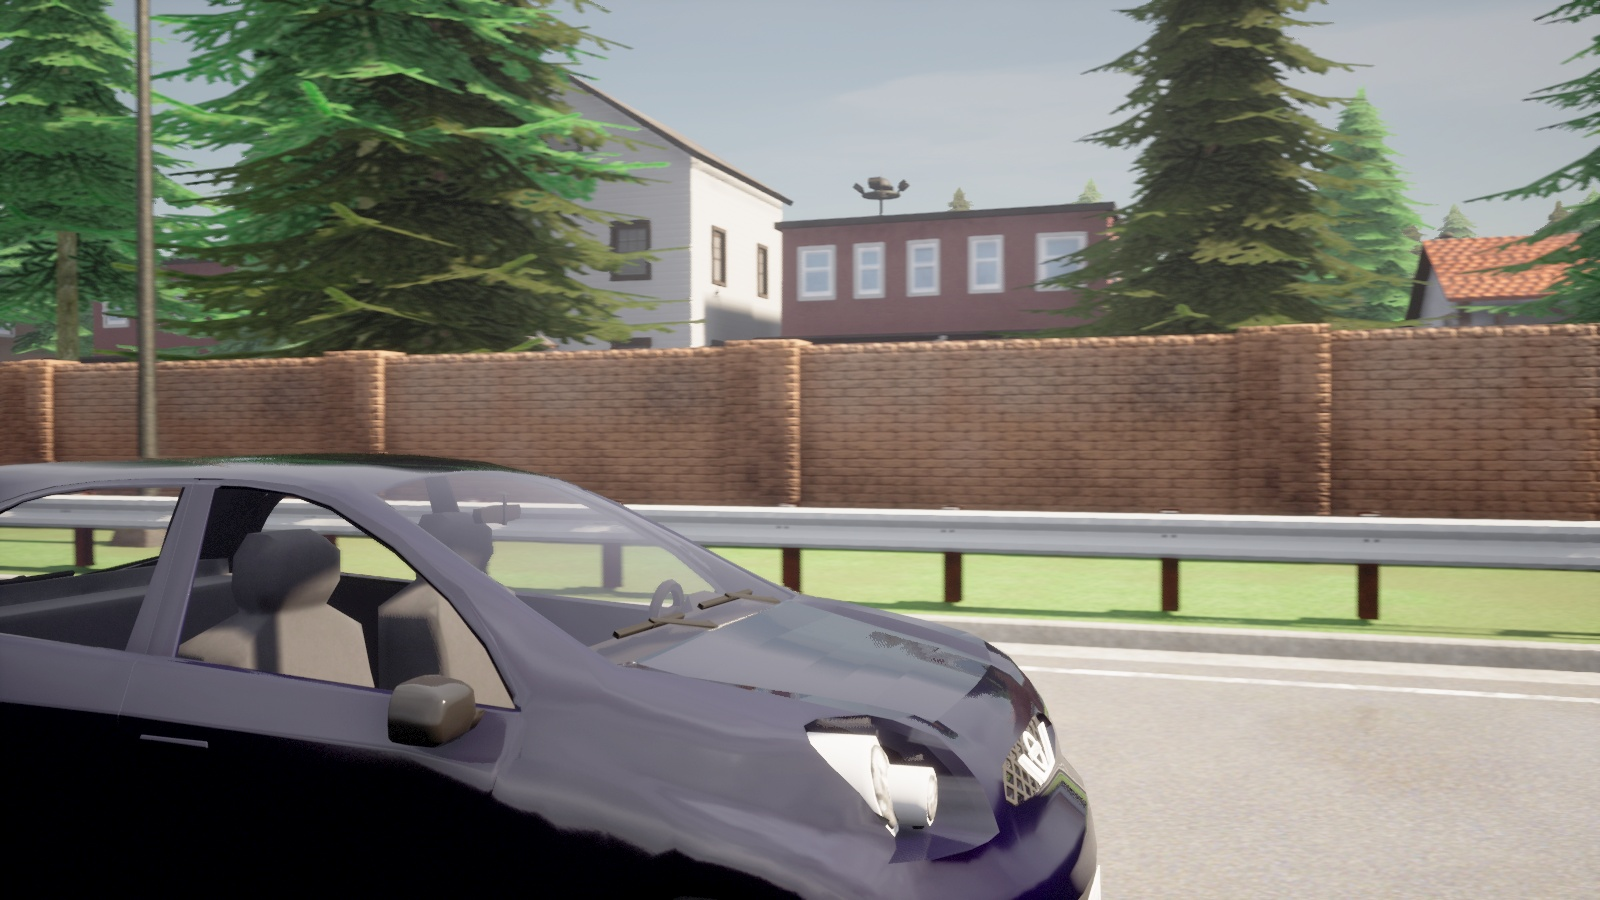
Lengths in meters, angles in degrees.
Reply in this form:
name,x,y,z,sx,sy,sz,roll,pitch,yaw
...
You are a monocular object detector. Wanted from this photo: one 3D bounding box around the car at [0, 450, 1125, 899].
name,x,y,z,sx,sy,sz,roll,pitch,yaw
car,-1.030,0.780,3.540,3.633,1.501,1.845,1,1,19
